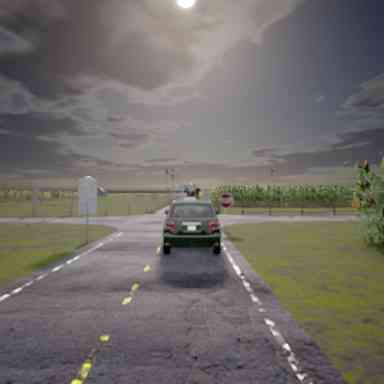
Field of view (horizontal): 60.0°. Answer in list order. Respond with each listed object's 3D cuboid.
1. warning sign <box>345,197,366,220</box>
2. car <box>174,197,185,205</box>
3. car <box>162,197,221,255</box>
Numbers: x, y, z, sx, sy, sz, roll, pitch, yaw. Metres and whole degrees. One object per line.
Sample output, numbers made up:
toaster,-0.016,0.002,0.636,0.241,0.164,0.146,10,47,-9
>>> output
warning sign,14.052,1.387,28.570,1.060,1.860,1.300,0,0,-6
car,-2.779,1.985,74.729,2.097,1.767,4.553,0,0,0
car,-0.005,1.344,14.008,2.150,2.045,5.566,0,0,0
